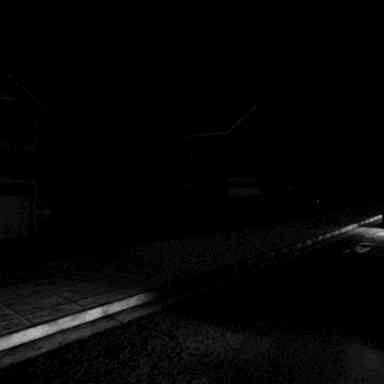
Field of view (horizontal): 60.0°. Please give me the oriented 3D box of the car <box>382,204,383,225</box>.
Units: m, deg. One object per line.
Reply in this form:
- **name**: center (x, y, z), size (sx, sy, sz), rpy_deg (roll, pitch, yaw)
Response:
- **car**: center (11.750, 1.001, 18.023), size (1.837, 1.490, 4.892), rpy_deg (3, 3, 41)
